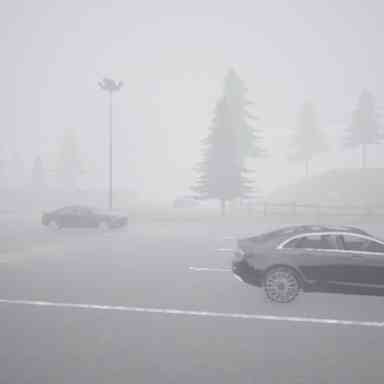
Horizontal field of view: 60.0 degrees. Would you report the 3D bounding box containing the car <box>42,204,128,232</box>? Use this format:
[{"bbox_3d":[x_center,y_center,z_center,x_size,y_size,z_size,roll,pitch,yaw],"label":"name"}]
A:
[{"bbox_3d":[-6.266,1.471,19.571,5.008,1.535,1.882,0,0,9],"label":"car"}]

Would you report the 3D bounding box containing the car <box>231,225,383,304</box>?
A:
[{"bbox_3d":[3.316,1.503,7.324,4.902,1.511,2.128,0,0,9],"label":"car"}]

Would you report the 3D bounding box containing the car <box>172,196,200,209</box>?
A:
[{"bbox_3d":[-0.710,1.372,44.785,2.097,1.767,4.553,0,0,30],"label":"car"}]
